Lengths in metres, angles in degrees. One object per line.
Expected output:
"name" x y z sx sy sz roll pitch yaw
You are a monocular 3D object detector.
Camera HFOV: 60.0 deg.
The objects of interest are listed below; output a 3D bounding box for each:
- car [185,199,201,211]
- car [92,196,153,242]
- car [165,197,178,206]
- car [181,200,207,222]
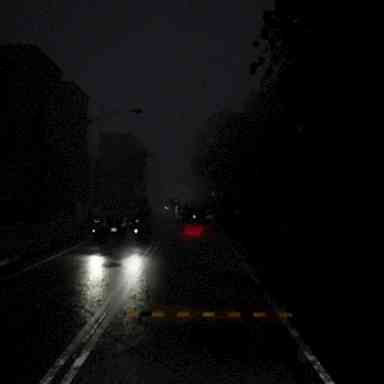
"car" 0.148 1.636 43.017 1.895 1.301 4.718 0 0 0
"car" -3.291 1.257 16.840 2.150 2.045 5.566 0 0 0
"car" -3.258 1.488 54.443 1.882 1.535 5.008 0 0 0
"car" 0.166 1.551 26.792 1.837 1.490 4.892 0 0 0
